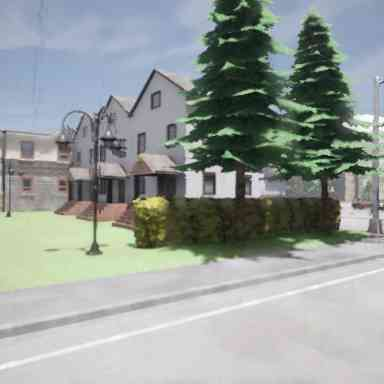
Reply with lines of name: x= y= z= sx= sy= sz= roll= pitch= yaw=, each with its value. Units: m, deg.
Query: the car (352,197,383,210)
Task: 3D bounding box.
car: x=25.789 y=1.697 z=48.217 sx=1.932 sy=1.855 sz=4.605 roll=1 pitch=-1 yaw=-36

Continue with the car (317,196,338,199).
car: x=28.543 y=1.871 z=71.635 sx=1.905 sy=1.878 sz=3.866 roll=1 pitch=-1 yaw=-36

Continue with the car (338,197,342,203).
car: x=30.658 y=1.927 z=73.669 sx=1.932 sy=1.855 sz=4.605 roll=1 pitch=-1 yaw=-36
